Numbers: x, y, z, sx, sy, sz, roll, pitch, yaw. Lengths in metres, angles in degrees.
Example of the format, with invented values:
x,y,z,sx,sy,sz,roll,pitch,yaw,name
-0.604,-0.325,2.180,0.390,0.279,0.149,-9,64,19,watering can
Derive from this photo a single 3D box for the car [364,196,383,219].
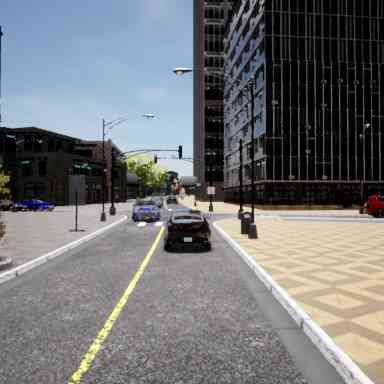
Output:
x,y,z,sx,sy,sz,roll,pitch,yaw,name
15.779,1.188,25.178,5.009,1.841,2.192,0,-1,18,car

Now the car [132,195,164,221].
x,y,z,sx,sy,sz,roll,pitch,yaw,name
-3.669,1.358,26.843,2.097,1.767,4.553,0,0,-9,car

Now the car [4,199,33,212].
x,y,z,sx,sy,sz,roll,pitch,yaw,name
-20.534,1.568,37.114,4.313,1.339,1.947,0,-1,18,car

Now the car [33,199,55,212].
x,y,z,sx,sy,sz,roll,pitch,yaw,name
-18.398,1.565,39.015,4.674,1.442,1.812,0,-1,18,car

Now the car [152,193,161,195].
x,y,z,sx,sy,sz,roll,pitch,yaw,name
-6.382,1.237,60.261,2.150,2.045,5.566,0,0,-5,car

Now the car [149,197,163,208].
x,y,z,sx,sy,sz,roll,pitch,yaw,name
-5.395,1.560,50.130,2.033,1.411,5.357,0,0,-6,car

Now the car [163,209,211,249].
x,y,z,sx,sy,sz,roll,pitch,yaw,name
-0.217,1.510,14.679,1.837,1.490,4.892,0,0,-2,car

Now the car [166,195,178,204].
x,y,z,sx,sy,sz,roll,pitch,yaw,name
-3.949,1.373,65.474,2.097,1.767,4.553,0,0,-5,car
